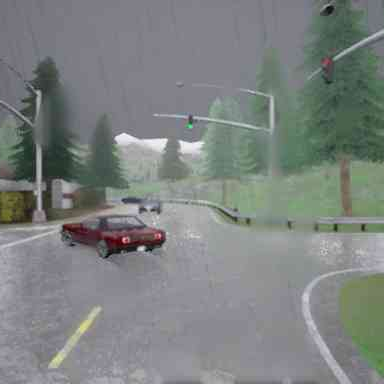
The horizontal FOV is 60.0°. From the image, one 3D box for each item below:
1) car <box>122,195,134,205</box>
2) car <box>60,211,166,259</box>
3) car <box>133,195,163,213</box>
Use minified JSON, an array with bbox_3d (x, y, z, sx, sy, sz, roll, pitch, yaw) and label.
[{"bbox_3d":[-7.357,1.107,45.553,4.718,1.301,1.895,0,1,36],"label":"car"},{"bbox_3d":[-3.096,1.476,12.160,1.895,1.301,4.718,0,1,-42],"label":"car"},{"bbox_3d":[-3.651,1.165,30.028,2.128,1.511,4.902,0,1,-1],"label":"car"}]
